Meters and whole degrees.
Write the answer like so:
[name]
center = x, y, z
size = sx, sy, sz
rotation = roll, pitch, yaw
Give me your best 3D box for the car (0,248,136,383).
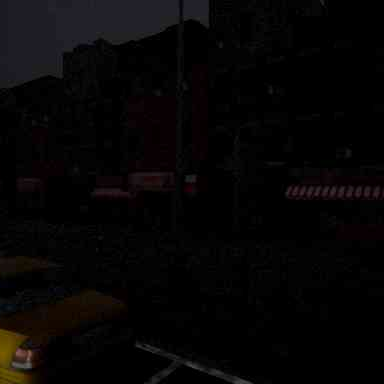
[car]
center = -2.970, 1.523, 4.921
size = 4.829, 1.417, 1.752
rotation = 0, 1, 36
